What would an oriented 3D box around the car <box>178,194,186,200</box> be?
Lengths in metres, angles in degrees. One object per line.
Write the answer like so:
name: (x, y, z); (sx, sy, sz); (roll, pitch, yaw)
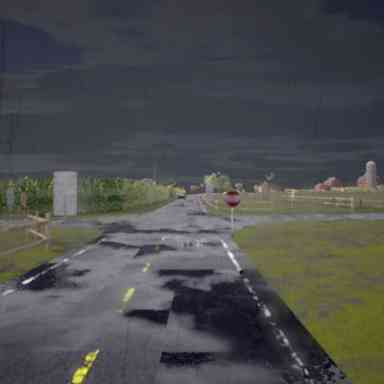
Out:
car: (-2.307, 1.092, 77.057); (2.033, 1.411, 5.357); (0, 0, 1)
